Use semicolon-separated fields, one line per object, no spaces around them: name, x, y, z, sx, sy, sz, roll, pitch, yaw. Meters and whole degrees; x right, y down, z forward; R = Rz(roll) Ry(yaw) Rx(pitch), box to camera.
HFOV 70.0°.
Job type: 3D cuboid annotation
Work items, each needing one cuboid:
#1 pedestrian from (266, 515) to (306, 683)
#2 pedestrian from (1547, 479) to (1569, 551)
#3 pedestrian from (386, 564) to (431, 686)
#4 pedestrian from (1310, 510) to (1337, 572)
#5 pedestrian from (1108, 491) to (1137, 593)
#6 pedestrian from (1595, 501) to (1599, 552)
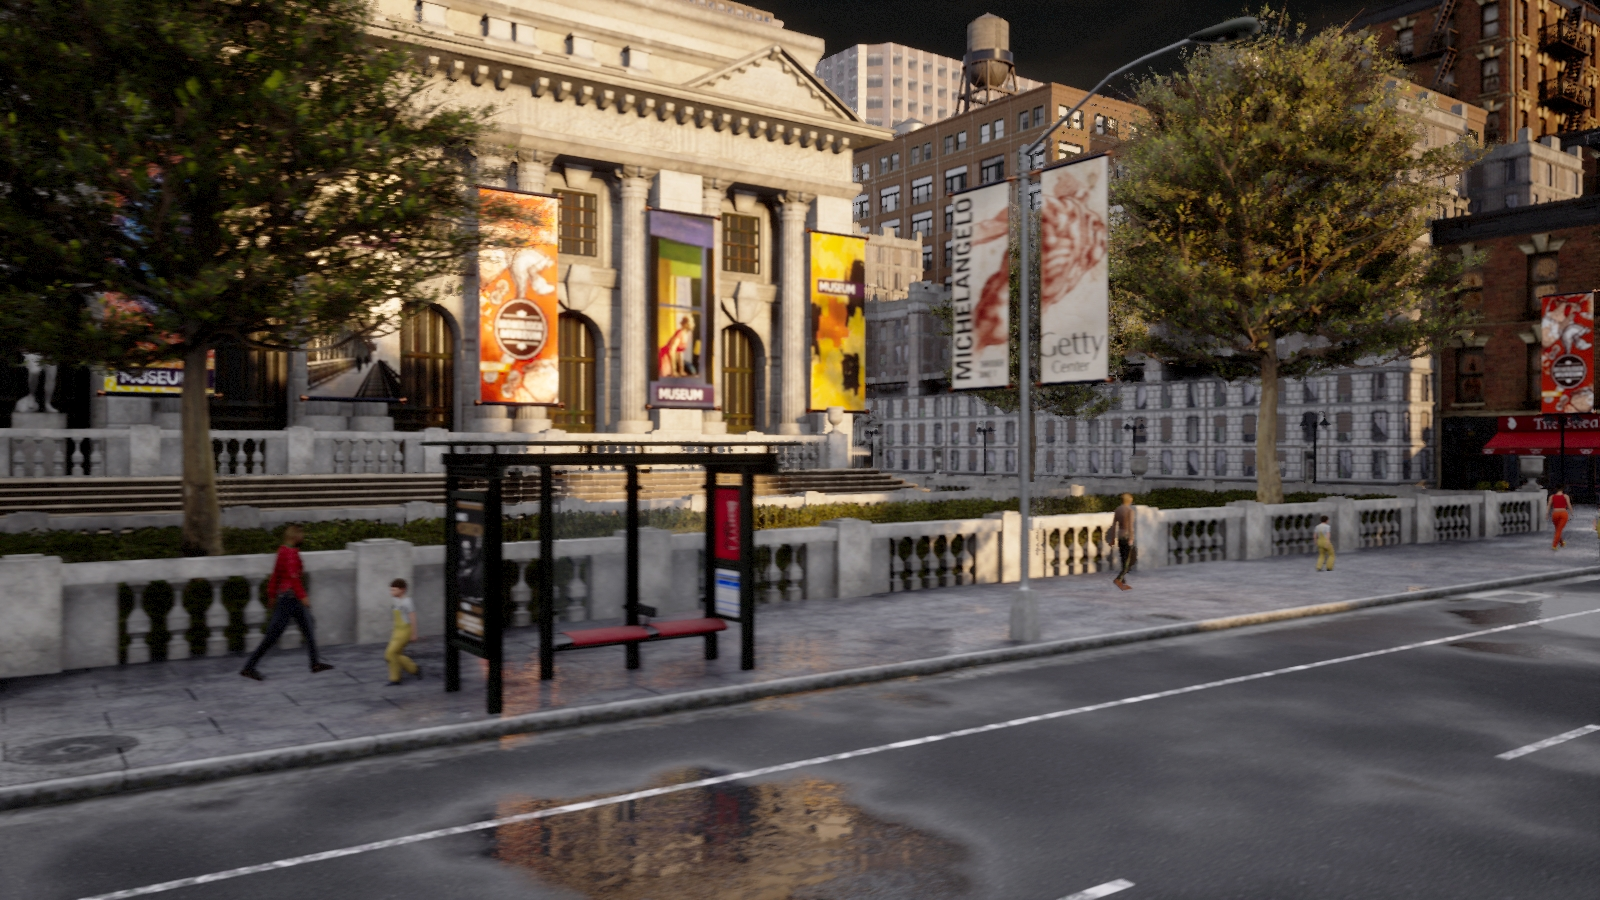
pedestrian;-5.912;1.696;13.143;0.375;1.860;0.375;0;0;-32
pedestrian;19.927;1.693;30.031;0.375;1.860;0.375;0;0;-40
pedestrian;-4.446;1.976;12.990;0.375;1.300;0.375;0;0;-40
pedestrian;11.338;1.973;24.750;0.375;1.300;0.375;0;0;-30
pedestrian;6.010;1.695;21.301;0.375;1.860;0.375;0;0;-31
pedestrian;20.788;1.973;29.511;0.375;1.300;0.375;0;0;38
